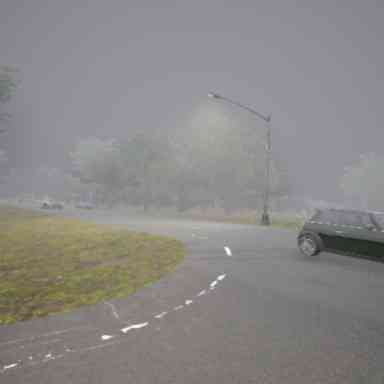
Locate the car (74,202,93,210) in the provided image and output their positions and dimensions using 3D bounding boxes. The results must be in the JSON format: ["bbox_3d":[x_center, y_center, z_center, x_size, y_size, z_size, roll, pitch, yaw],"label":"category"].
[{"bbox_3d":[-19.056,2.384,58.317,2.033,1.411,5.357,4,-3,-35],"label":"car"}]

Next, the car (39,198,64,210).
[{"bbox_3d":[-19.615,1.647,47.000,2.097,1.767,4.553,4,-3,-35],"label":"car"}]

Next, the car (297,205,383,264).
[{"bbox_3d":[5.807,1.390,10.800,2.097,1.767,4.553,3,-1,-36],"label":"car"}]
